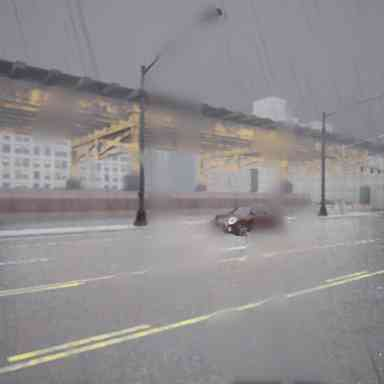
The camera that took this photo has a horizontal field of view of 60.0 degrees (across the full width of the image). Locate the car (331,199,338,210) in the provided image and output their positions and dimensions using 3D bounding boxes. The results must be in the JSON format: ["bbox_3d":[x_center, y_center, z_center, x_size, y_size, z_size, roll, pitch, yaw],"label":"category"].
[{"bbox_3d":[21.874,2.011,53.890,2.038,1.542,4.974,0,0,18],"label":"car"}]

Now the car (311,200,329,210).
[{"bbox_3d":[18.070,1.800,51.226,4.536,1.218,1.853,1,0,8],"label":"car"}]

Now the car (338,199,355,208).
[{"bbox_3d":[25.747,1.916,57.631,4.536,1.218,1.853,1,0,-7],"label":"car"}]

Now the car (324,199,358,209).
[{"bbox_3d":[25.797,2.074,57.636,4.974,1.542,2.038,1,0,-7],"label":"car"}]

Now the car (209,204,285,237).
[{"bbox_3d":[3.191,1.503,19.073,4.553,1.767,2.097,1,0,-35],"label":"car"}]

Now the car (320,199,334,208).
[{"bbox_3d":[21.891,1.854,53.940,1.853,1.218,4.536,0,0,18],"label":"car"}]

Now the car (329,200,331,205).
[{"bbox_3d":[18.120,1.958,51.218,4.974,1.542,2.038,1,0,8],"label":"car"}]
